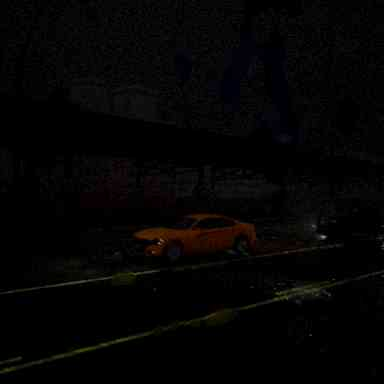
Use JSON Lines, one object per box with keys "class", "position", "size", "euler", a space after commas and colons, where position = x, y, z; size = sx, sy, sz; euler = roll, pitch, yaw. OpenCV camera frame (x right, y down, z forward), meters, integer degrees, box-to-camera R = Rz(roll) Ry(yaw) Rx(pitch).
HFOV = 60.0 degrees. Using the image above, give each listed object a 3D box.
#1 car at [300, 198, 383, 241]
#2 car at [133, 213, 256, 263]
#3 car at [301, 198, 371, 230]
{"class": "car", "position": [8.412, 1.426, 18.472], "size": [5.566, 2.045, 2.150], "euler": [0, 0, -36]}
{"class": "car", "position": [0.219, 1.592, 12.679], "size": [5.008, 1.535, 1.882], "euler": [1, -1, -35]}
{"class": "car", "position": [10.615, 1.483, 24.342], "size": [5.566, 2.045, 2.150], "euler": [0, 0, -35]}
